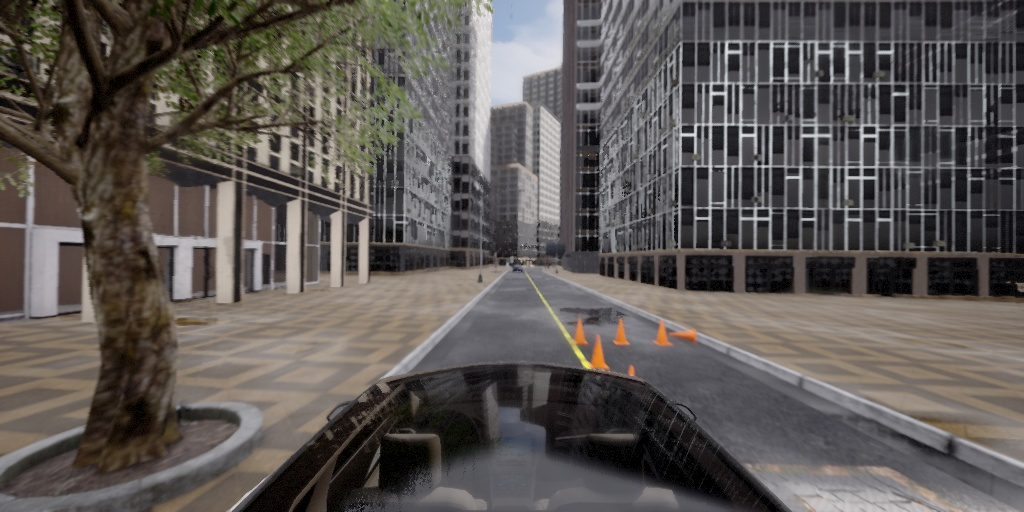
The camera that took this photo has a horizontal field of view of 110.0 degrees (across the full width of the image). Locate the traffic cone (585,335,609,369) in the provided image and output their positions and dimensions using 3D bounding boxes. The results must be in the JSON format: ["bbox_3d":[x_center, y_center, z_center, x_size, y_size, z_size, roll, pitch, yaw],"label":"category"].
[{"bbox_3d":[1.620,1.785,6.768,0.340,0.580,0.340,0,0,1],"label":"traffic cone"}]

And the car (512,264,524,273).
[{"bbox_3d":[0.963,2.083,59.992,2.033,1.411,5.357,1,-1,1],"label":"car"}]

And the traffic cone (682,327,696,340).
[{"bbox_3d":[4.491,1.671,8.848,0.340,0.580,0.340,0,0,11],"label":"traffic cone"}]

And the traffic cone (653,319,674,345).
[{"bbox_3d":[3.653,1.832,8.734,0.340,0.580,0.340,0,0,1],"label":"traffic cone"}]

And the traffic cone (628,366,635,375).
[{"bbox_3d":[1.587,1.760,4.769,0.340,0.580,0.340,0,0,1],"label":"traffic cone"}]

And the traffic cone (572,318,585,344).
[{"bbox_3d":[1.653,1.810,8.768,0.340,0.580,0.340,0,0,1],"label":"traffic cone"}]

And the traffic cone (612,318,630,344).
[{"bbox_3d":[2.653,1.821,8.751,0.340,0.580,0.340,0,0,1],"label":"traffic cone"}]
